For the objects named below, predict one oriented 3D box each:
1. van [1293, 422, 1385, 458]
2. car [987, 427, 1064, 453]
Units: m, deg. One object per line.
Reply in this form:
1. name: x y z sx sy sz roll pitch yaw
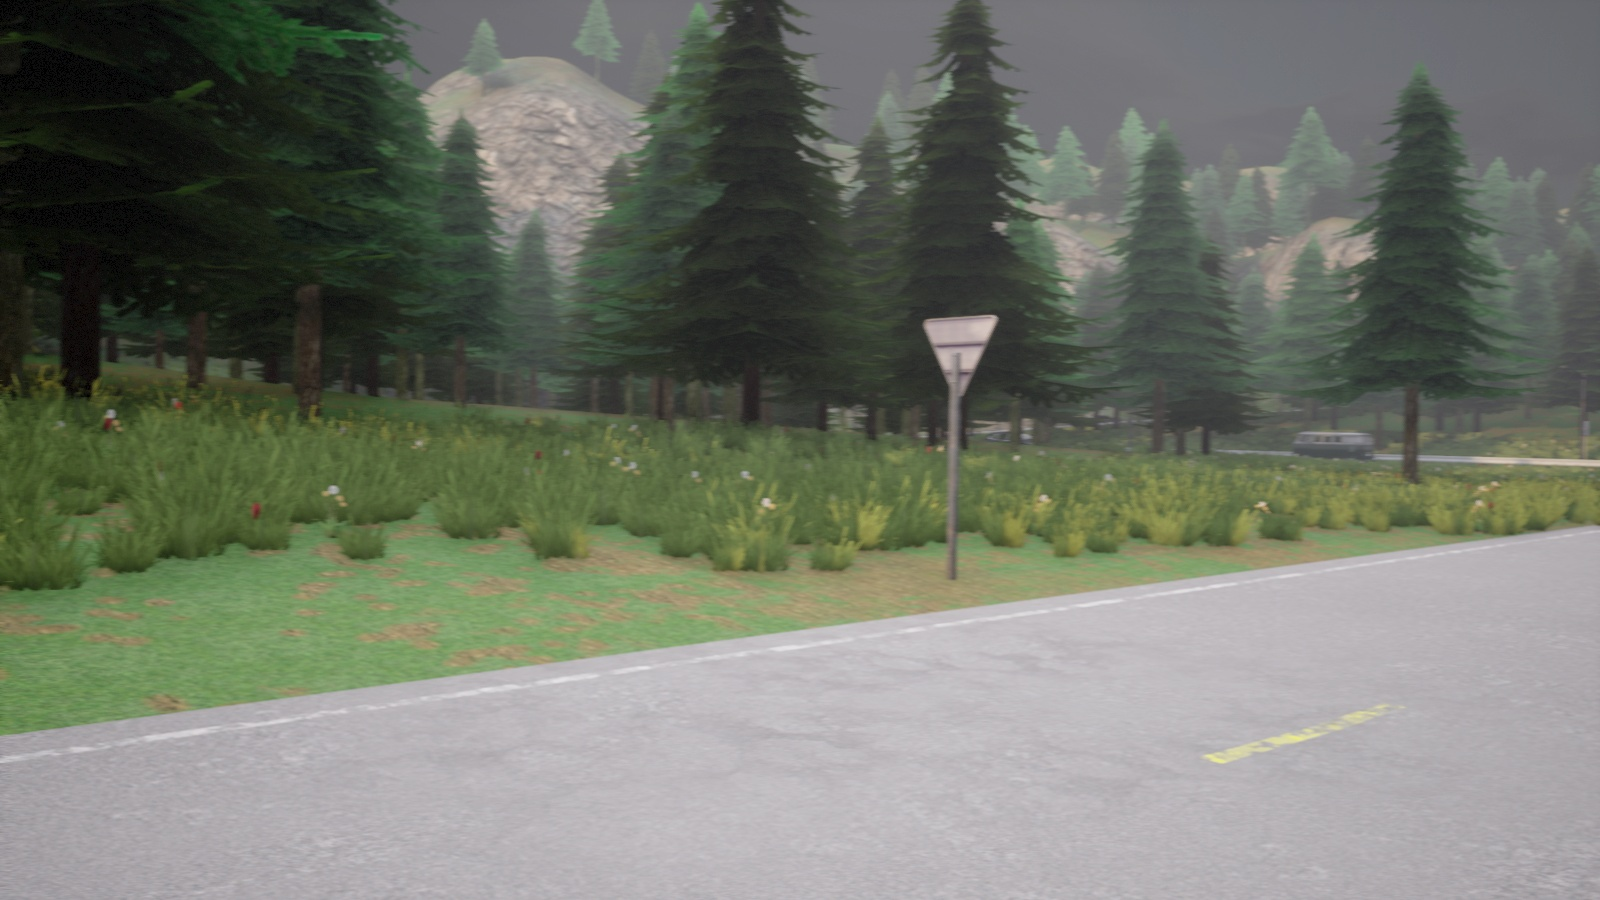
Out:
1. van: 30.668 -0.587 71.541 1.775 1.987 4.442 -1 1 -43
2. car: 14.959 -0.698 83.359 2.242 1.667 4.611 -1 1 -43
